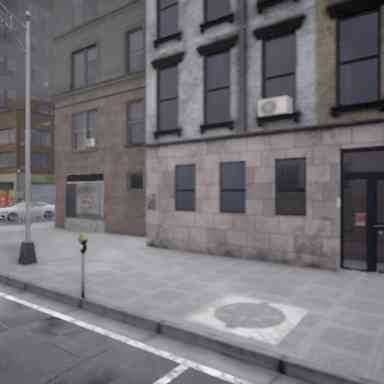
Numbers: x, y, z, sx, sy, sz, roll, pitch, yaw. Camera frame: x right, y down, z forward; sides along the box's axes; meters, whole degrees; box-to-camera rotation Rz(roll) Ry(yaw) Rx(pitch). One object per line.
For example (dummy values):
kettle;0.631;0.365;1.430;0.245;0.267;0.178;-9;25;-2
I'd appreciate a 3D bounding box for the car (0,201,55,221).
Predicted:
car;-13.077;1.456;26.352;1.812;1.442;4.674;0;0;34
